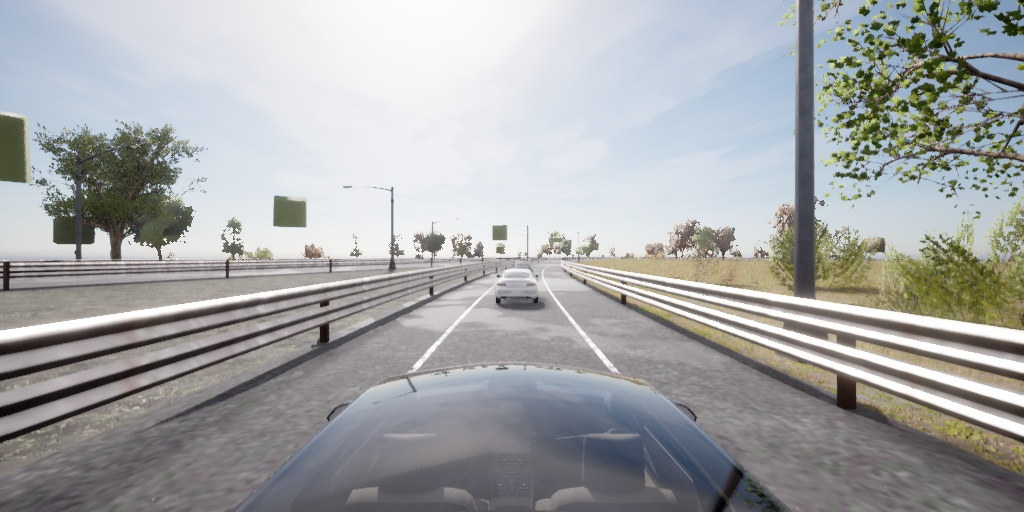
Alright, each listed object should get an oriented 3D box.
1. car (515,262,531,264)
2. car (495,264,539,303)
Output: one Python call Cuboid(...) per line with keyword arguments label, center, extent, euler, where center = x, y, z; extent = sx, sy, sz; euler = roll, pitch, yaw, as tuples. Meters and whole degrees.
Cuboid(label="car", center=(0.996, 1.269, 31.355), extent=(1.837, 1.490, 4.892), euler=(0, 0, 4))
Cuboid(label="car", center=(0.249, 1.284, 16.431), extent=(1.812, 1.442, 4.674), euler=(0, 0, 2))
